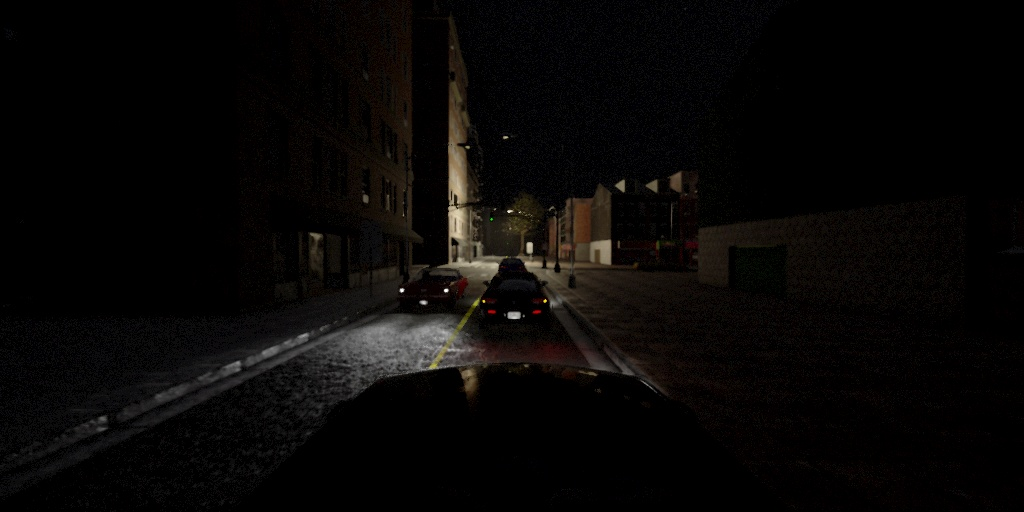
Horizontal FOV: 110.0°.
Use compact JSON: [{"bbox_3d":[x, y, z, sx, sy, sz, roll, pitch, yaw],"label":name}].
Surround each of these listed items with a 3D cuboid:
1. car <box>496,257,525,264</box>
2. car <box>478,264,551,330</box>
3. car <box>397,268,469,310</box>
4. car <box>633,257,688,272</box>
[{"bbox_3d":[-0.074,0.840,25.522,1.882,1.535,5.008,0,1,-3],"label":"car"},{"bbox_3d":[0.090,1.138,10.389,1.812,1.442,4.674,0,1,1],"label":"car"},{"bbox_3d":[-2.841,1.159,13.761,1.895,1.301,4.718,0,1,0],"label":"car"},{"bbox_3d":[13.874,0.822,33.559,4.829,1.417,1.751,0,0,0],"label":"car"}]
